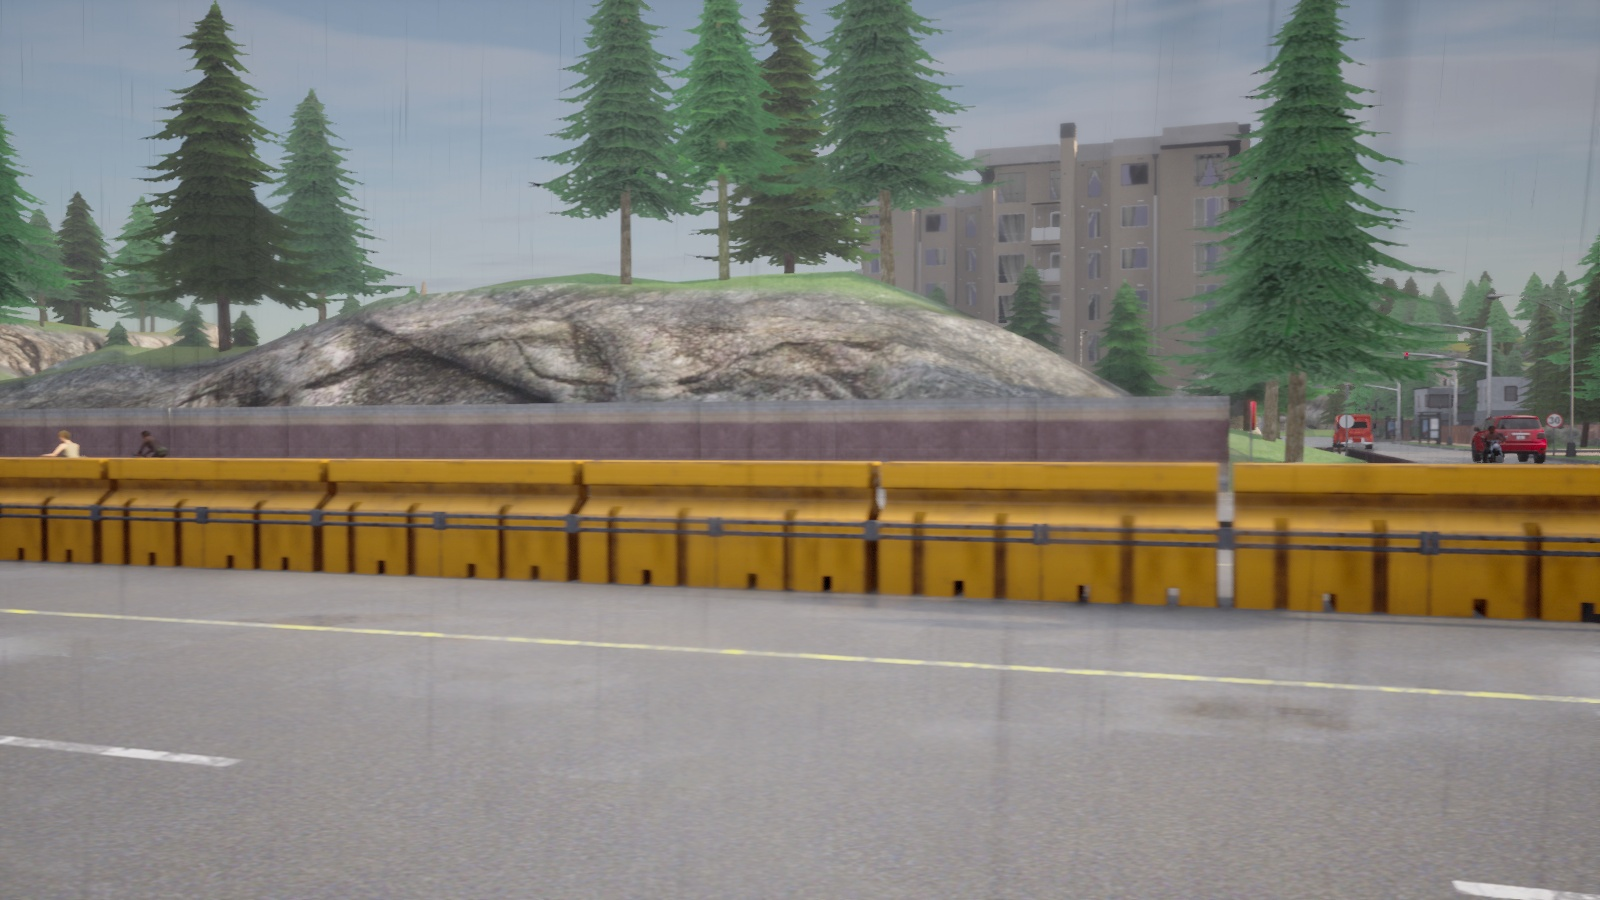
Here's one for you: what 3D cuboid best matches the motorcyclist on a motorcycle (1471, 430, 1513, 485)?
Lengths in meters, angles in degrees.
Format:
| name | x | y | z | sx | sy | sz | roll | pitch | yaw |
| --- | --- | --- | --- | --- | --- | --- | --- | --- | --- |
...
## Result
| name | x | y | z | sx | sy | sz | roll | pitch | yaw |
| --- | --- | --- | --- | --- | --- | --- | --- | --- | --- |
| motorcyclist on a motorcycle | 21.595 | 0.211 | 39.215 | 0.766 | 1.649 | 2.350 | 1 | 1 | 19 |

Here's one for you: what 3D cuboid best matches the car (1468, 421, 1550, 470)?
| name | x | y | z | sx | sy | sz | roll | pitch | yaw |
| --- | --- | --- | --- | --- | --- | --- | --- | --- | --- |
| car | 30.778 | -0.234 | 54.669 | 2.150 | 2.045 | 5.566 | 1 | 1 | 20 |

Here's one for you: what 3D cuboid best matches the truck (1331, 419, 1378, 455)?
| name | x | y | z | sx | sy | sz | roll | pitch | yaw |
| --- | --- | --- | --- | --- | --- | --- | --- | --- | --- |
| truck | 39.216 | -0.957 | 88.979 | 2.627 | 2.467 | 5.204 | 1 | 1 | 19 |
